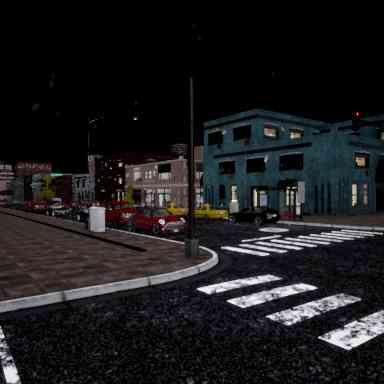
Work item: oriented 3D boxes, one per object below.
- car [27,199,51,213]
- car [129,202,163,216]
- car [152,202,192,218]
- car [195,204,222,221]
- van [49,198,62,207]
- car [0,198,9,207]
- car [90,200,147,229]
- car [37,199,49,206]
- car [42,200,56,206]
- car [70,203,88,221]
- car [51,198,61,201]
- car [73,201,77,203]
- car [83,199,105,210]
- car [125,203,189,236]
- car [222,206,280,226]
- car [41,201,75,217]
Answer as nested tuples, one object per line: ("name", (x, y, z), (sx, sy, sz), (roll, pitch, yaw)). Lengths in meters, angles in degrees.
("car", (-22.264, 1.952, 47.551), (2.192, 1.841, 5.009), (-1, 0, -36))
("car", (-5.445, 1.911, 38.855), (2.008, 1.369, 4.403), (-1, 0, -36))
("car", (-2.184, 1.821, 34.446), (1.752, 1.417, 4.829), (-1, 0, -36))
("car", (1.178, 1.753, 29.901), (1.752, 1.417, 4.829), (-1, 0, -36))
("van", (-28.983, 2.174, 70.673), (1.690, 1.788, 3.998), (-1, 0, -36))
("car", (-42.470, 2.358, 74.798), (2.192, 1.841, 5.009), (-1, 0, -36))
("car", (-5.454, 1.616, 24.824), (2.192, 1.841, 5.009), (-1, 0, -36))
("car", (-35.803, 2.495, 79.901), (1.752, 1.417, 4.829), (-1, 0, -36))
("car", (-32.340, 2.445, 75.219), (1.887, 1.381, 4.507), (-1, 0, -36))
("car", (-8.811, 1.919, 29.370), (2.008, 1.369, 4.403), (-1, 0, -36))
("car", (-25.297, 2.265, 61.343), (1.812, 1.442, 4.674), (-1, 0, -35))
("car", (-22.254, 2.279, 61.582), (1.802, 1.307, 4.206), (-1, 0, -36))
("car", (-15.533, 2.003, 52.491), (1.967, 1.590, 4.097), (-1, 0, -36))
("car", (-2.089, 1.674, 20.279), (1.967, 1.590, 4.097), (-1, 0, -36))
("car", (4.643, 1.725, 25.219), (1.947, 1.339, 4.313), (-1, 0, -36))
("car", (-15.535, 2.053, 38.460), (2.008, 1.369, 4.403), (-1, 0, -36))
